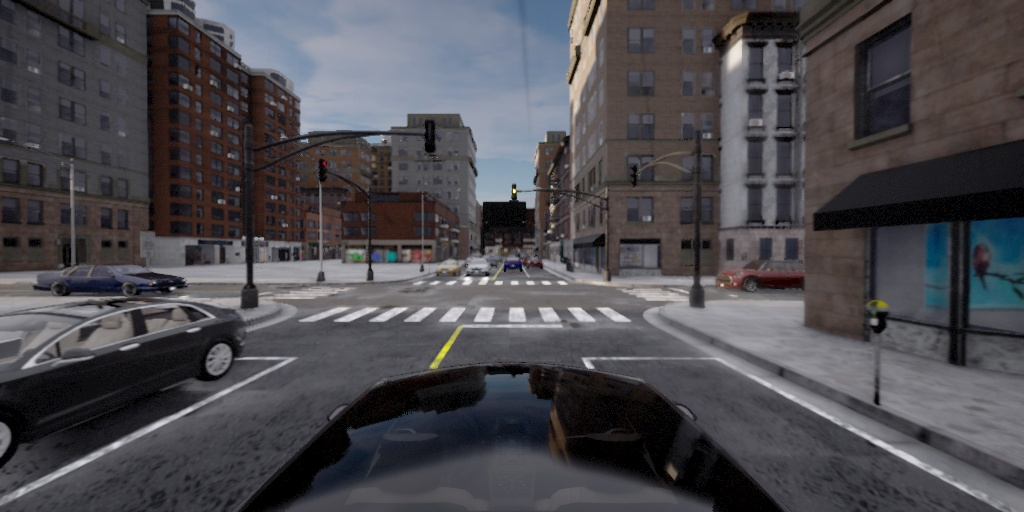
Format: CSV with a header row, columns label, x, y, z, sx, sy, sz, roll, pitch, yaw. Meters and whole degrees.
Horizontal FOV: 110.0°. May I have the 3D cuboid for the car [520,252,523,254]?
label,x,y,z,sx,sy,sz,roll,pitch,yaw
car,2.644,0.525,48.198,2.192,1.841,5.009,0,0,0

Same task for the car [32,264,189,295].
label,x,y,z,sx,sy,sz,roll,pitch,yaw
car,-17.801,1.050,16.013,5.357,1.411,2.033,0,1,0

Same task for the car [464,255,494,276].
label,x,y,z,sx,sy,sz,roll,pitch,yaw
car,-2.843,0.933,31.175,1.812,1.442,4.674,0,1,0

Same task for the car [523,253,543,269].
label,x,y,z,sx,sy,sz,roll,pitch,yaw
car,2.643,0.716,42.537,1.967,1.591,4.097,0,0,0

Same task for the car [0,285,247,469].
label,x,y,z,sx,sy,sz,roll,pitch,yaw
car,-5.387,1.270,4.371,2.007,1.370,4.403,0,0,0

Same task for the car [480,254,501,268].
label,x,y,z,sx,sy,sz,roll,pitch,yaw
car,-2.830,0.809,45.142,1.994,1.385,4.181,0,1,0

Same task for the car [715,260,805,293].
label,x,y,z,sx,sy,sz,roll,pitch,yaw
car,13.337,0.976,18.962,4.553,1.767,2.097,0,1,-1

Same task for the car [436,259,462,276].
label,x,y,z,sx,sy,sz,roll,pitch,yaw
car,-5.384,0.932,31.045,1.751,1.417,4.829,0,0,0

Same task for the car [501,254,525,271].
label,x,y,z,sx,sy,sz,roll,pitch,yaw
car,0.105,0.798,38.675,1.882,1.535,5.008,0,1,0

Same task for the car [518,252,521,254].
label,x,y,z,sx,sy,sz,roll,pitch,yaw
car,0.107,0.458,57.185,2.097,1.767,4.553,0,1,0
